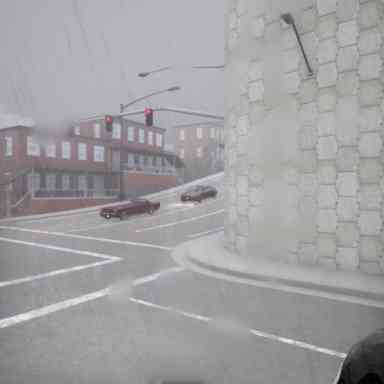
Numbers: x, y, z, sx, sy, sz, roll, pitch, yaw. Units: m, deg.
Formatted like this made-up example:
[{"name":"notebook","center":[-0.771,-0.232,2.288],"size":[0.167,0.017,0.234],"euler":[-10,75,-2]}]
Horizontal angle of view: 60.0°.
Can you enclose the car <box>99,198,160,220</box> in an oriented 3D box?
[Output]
[{"name":"car","center":[-4.550,1.185,24.721],"size":[1.895,1.301,4.718],"euler":[0,5,35]}]

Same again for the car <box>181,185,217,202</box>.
[{"name":"car","center":[0.685,0.075,32.108],"size":[1.994,1.385,4.181],"euler":[0,9,36]}]

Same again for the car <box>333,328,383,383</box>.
[{"name":"car","center":[3.318,1.492,1.597],"size":[4.902,1.511,2.128],"euler":[0,0,36]}]
